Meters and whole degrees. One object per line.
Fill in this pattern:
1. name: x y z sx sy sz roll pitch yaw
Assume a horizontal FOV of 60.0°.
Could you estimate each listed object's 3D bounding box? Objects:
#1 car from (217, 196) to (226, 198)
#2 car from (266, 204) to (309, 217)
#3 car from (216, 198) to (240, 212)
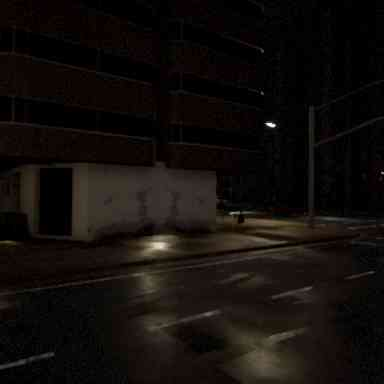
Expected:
1. car: 3.276 1.610 52.766 2.150 2.045 5.566 1 0 -36
2. car: 10.493 1.946 36.544 1.895 1.301 4.718 1 0 -36
3. car: 4.233 1.891 45.173 2.033 1.411 5.357 1 0 -36
